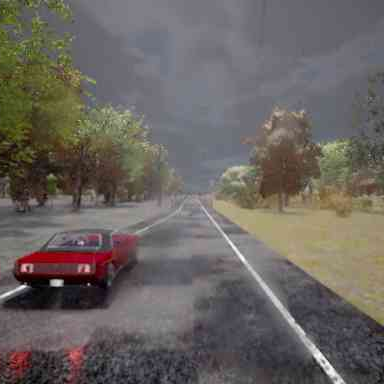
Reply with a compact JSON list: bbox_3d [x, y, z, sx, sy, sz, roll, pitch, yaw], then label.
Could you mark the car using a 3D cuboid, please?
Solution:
[{"bbox_3d":[-2.751,1.640,9.218,1.895,1.301,4.718,0,0,2],"label":"car"}]
